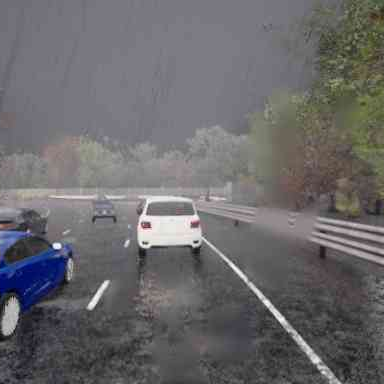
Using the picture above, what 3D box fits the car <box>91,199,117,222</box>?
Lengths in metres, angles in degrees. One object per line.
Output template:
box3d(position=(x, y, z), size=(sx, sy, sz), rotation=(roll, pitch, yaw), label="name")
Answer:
box3d(position=(-7.099, 1.551, 26.913), size=(2.033, 1.411, 5.357), rotation=(0, 0, -15), label="car")

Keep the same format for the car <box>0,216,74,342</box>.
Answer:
box3d(position=(-3.792, 1.488, 6.437), size=(1.882, 1.535, 5.008), rotation=(0, 0, -4), label="car")

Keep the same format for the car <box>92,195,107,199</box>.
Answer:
box3d(position=(-15.525, 1.364, 55.914), size=(2.097, 1.767, 4.553), rotation=(0, 0, -29), label="car")

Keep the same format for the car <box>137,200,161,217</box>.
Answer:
box3d(position=(-4.306, 1.533, 32.615), size=(2.033, 1.411, 5.357), rotation=(0, 0, -11), label="car")

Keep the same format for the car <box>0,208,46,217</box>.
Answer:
box3d(position=(-8.383, 1.525, 16.102), size=(1.837, 1.490, 4.892), rotation=(0, 0, -9), label="car")

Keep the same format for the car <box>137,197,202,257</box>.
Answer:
box3d(position=(-0.988, 1.212, 13.141), size=(2.150, 2.045, 5.566), rotation=(0, 0, -7), label="car")
